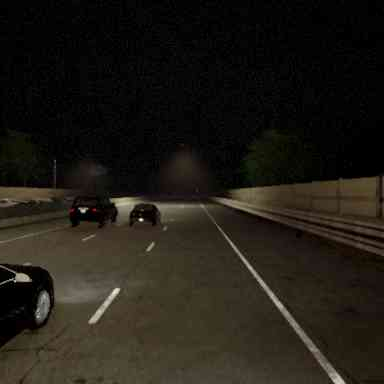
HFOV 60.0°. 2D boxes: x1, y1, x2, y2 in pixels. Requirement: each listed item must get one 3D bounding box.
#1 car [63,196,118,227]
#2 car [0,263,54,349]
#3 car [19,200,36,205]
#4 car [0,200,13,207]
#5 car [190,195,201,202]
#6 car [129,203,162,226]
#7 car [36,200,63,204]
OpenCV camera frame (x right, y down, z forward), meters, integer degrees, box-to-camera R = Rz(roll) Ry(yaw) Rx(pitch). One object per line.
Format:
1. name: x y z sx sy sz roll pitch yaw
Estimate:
1. car: -6.877 1.324 23.722 2.150 2.045 5.566 0 0 0
2. car: -3.395 1.523 4.083 1.837 1.490 4.892 0 0 0
3. car: -21.039 1.745 43.654 1.994 1.385 4.181 0 0 0
4. car: -24.546 1.700 42.134 1.812 1.442 4.674 0 0 0
5. car: 1.313 1.777 90.731 2.097 1.767 4.553 0 0 0
6. car: -3.375 1.611 24.486 1.837 1.490 4.892 0 0 0
7. car: -17.545 1.725 42.851 2.033 1.411 5.357 0 0 0
